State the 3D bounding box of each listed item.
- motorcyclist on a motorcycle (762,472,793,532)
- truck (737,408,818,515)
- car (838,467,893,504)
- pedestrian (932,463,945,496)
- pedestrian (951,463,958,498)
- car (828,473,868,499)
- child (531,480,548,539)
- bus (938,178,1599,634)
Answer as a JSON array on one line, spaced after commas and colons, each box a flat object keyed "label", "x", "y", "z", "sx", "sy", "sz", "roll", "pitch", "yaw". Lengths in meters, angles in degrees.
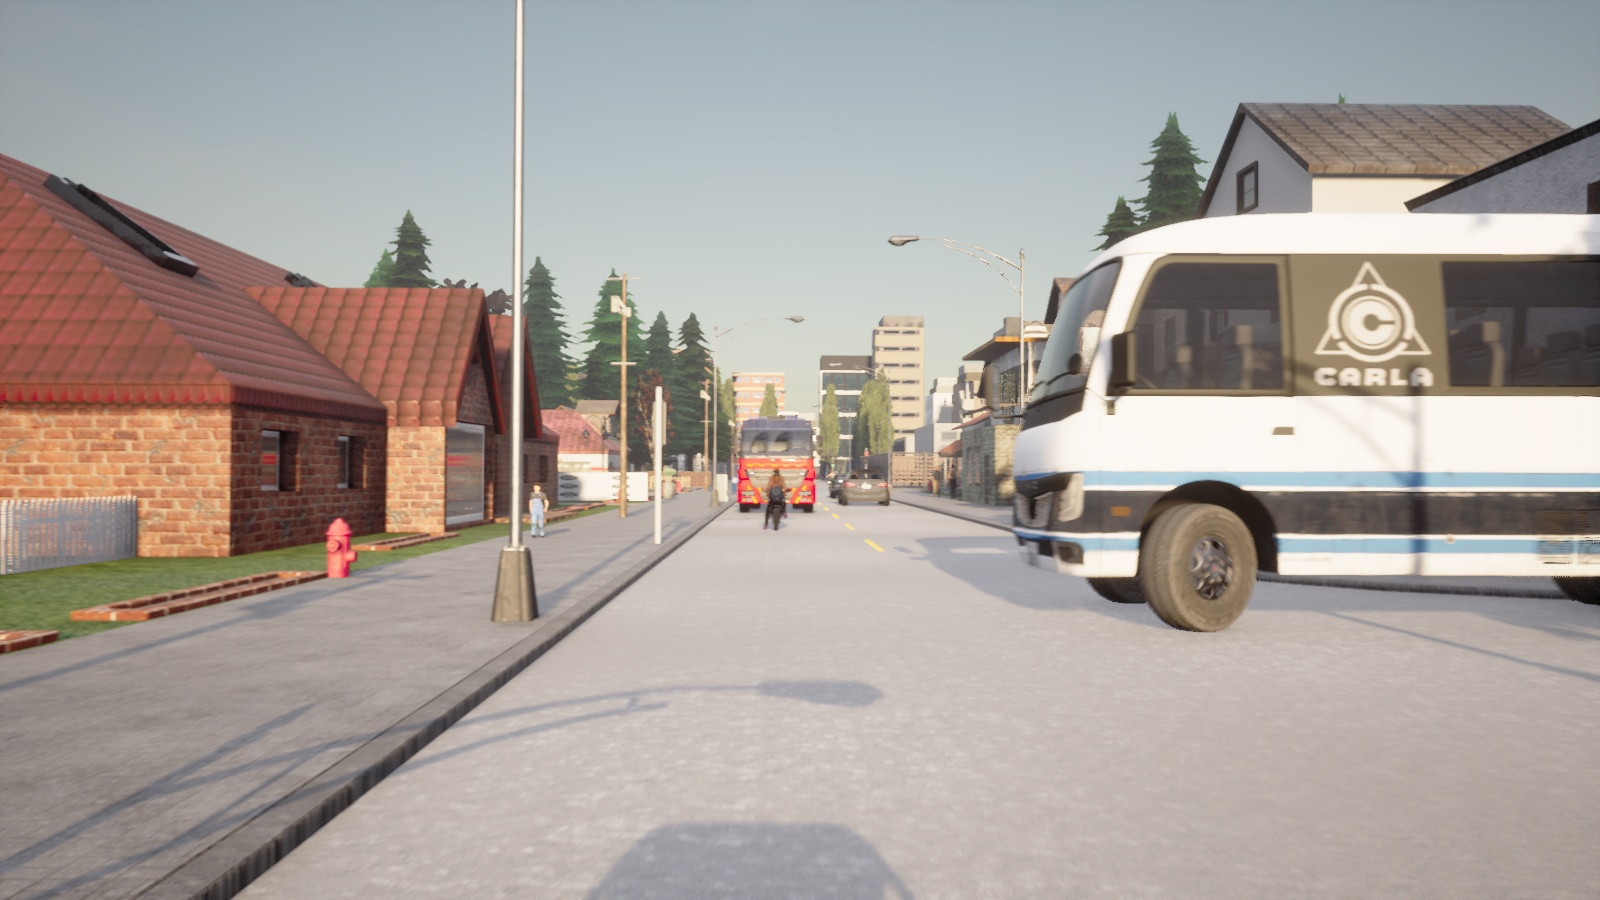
[{"label": "motorcyclist on a motorcycle", "x": -0.593, "y": 1.358, "z": 33.409, "sx": 0.797, "sy": 1.523, "sz": 2.044, "roll": 0, "pitch": -1, "yaw": -1}, {"label": "truck", "x": -0.873, "y": 0.481, "z": 49.428, "sx": 2.891, "sy": 3.827, "sz": 8.468, "roll": 0, "pitch": -1, "yaw": -1}, {"label": "car", "x": 2.984, "y": 1.621, "z": 58.130, "sx": 2.242, "sy": 1.667, "sz": 4.611, "roll": 0, "pitch": -1, "yaw": -1}, {"label": "pedestrian", "x": 7.830, "y": 1.685, "z": 71.114, "sx": 0.540, "sy": 1.848, "sz": 0.694, "roll": 0, "pitch": -1, "yaw": -14}, {"label": "pedestrian", "x": 8.226, "y": 1.615, "z": 67.024, "sx": 0.345, "sy": 1.836, "sz": 0.594, "roll": 0, "pitch": -1, "yaw": 8}, {"label": "car", "x": 2.736, "y": 2.066, "z": 72.506, "sx": 2.033, "sy": 1.411, "sz": 5.357, "roll": 0, "pitch": -1, "yaw": -1}, {"label": "child", "x": -5.607, "y": 1.279, "z": 27.033, "sx": 0.270, "sy": 1.263, "sz": 0.437, "roll": 0, "pitch": -1, "yaw": -1}, {"label": "bus", "x": 6.880, "y": -0.359, "z": 13.737, "sx": 10.273, "sy": 4.253, "sz": 3.944, "roll": 0, "pitch": -2, "yaw": 0}]
